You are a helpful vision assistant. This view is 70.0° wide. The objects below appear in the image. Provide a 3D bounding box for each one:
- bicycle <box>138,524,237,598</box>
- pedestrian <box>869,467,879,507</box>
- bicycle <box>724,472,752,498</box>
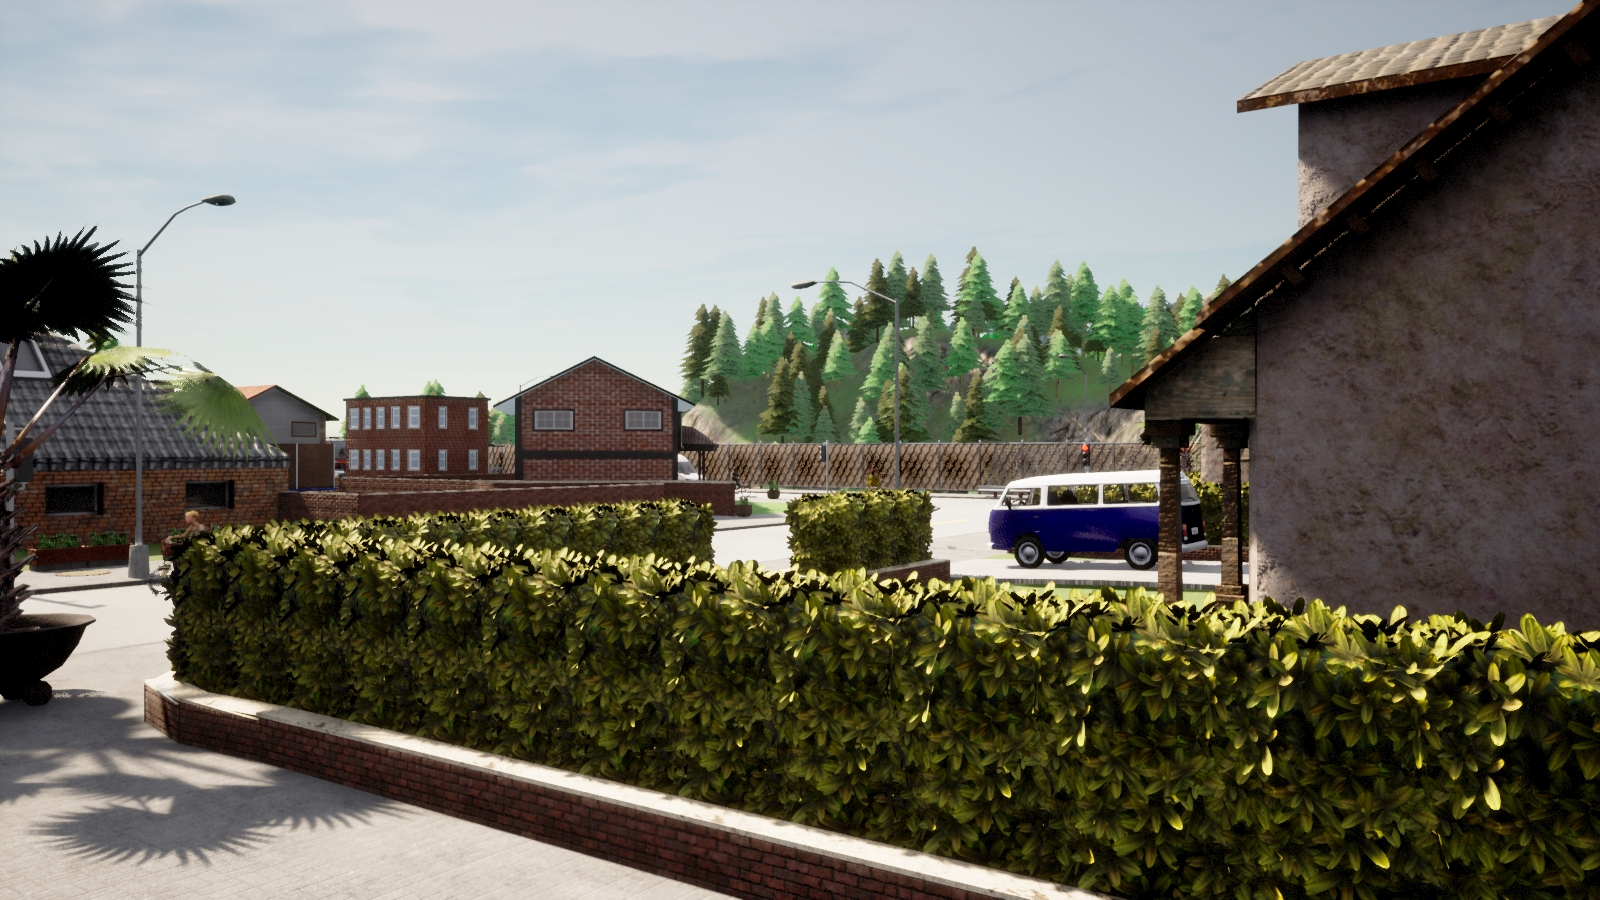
[{"bbox_3d":[-11.974,2.149,22.374,0.859,1.276,1.487,0,0,35],"label":"bicycle"},{"bbox_3d":[3.485,1.734,53.873,0.375,1.860,0.375,0,0,16],"label":"pedestrian"},{"bbox_3d":[-3.643,2.044,67.431,1.835,1.471,0.329,0,0,35],"label":"bicycle"}]
